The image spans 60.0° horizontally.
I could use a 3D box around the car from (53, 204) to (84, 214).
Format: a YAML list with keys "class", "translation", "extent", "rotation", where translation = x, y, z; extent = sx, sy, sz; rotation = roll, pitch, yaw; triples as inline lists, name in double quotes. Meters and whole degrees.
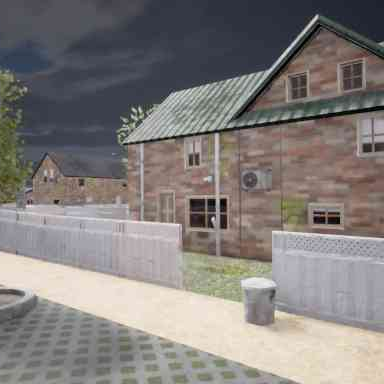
- class: "car"
  translation: [-10.462, 1.786, 26.649]
  extent: [2.097, 1.767, 4.553]
  rotation: [-1, -2, 35]
